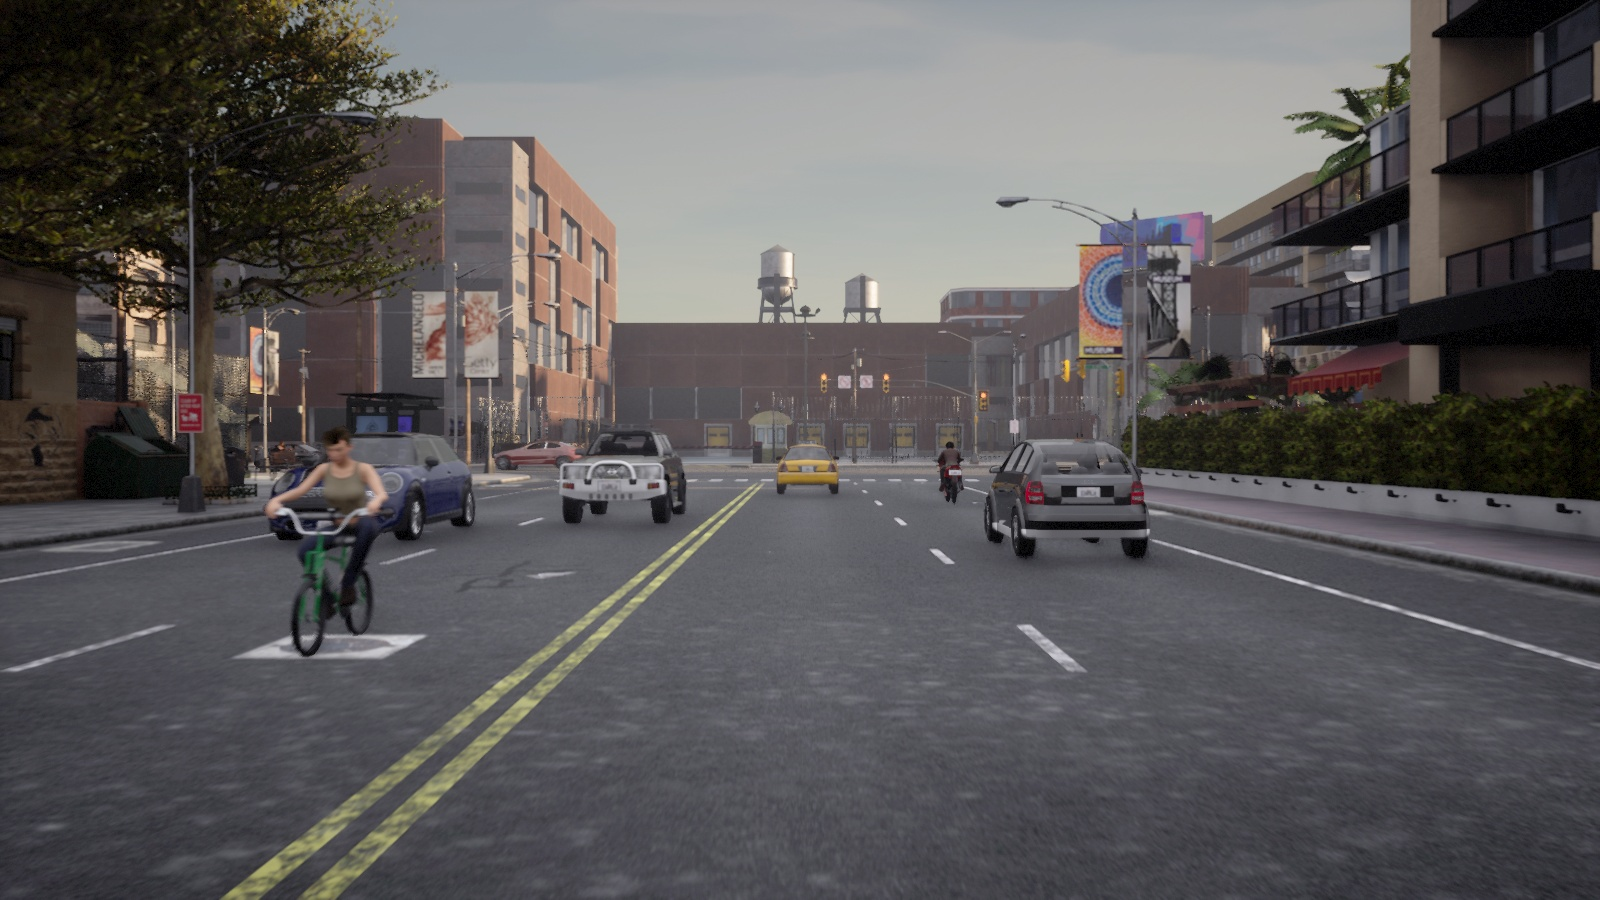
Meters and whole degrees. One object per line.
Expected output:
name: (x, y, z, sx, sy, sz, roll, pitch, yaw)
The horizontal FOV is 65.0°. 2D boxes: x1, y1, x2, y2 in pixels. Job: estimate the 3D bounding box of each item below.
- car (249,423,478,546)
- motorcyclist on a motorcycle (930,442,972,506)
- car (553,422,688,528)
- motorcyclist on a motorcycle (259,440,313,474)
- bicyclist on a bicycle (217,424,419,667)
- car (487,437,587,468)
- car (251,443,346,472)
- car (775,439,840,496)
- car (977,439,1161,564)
car: (-6.870, 0.485, 20.359, 2.097, 1.767, 4.553, 0, 0, 0)
motorcyclist on a motorcycle: (3.690, 0.558, 30.826, 0.797, 1.523, 2.044, 0, 0, 0)
car: (-3.347, 0.423, 24.320, 1.932, 1.855, 4.605, 0, 0, 0)
motorcyclist on a motorcycle: (-25.303, 0.328, 61.827, 2.350, 1.649, 0.766, 0, 0, 2)
bicyclist on a bicycle: (-3.428, 0.629, 9.090, 0.866, 1.612, 1.509, 0, 0, 1)
car: (-14.331, 0.127, 68.628, 5.027, 1.651, 2.152, 0, 0, 1)
car: (-26.044, 0.371, 65.325, 4.193, 1.474, 1.816, 0, 0, 1)
car: (0.228, 0.474, 37.565, 1.801, 1.575, 5.366, 0, 0, 0)
car: (3.614, 0.629, 17.513, 1.789, 1.549, 3.705, 0, 0, 0)
